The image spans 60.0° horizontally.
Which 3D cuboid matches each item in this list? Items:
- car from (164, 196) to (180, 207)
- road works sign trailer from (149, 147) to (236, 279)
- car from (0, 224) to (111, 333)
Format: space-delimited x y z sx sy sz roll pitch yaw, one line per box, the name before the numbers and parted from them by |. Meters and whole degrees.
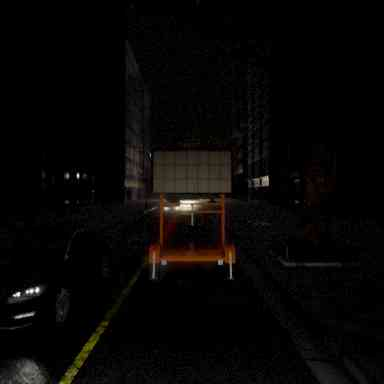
car | -2.951 1.347 49.815 2.097 1.767 4.553 0 0 0
road works sign trailer | 0.009 0.464 9.982 2.380 3.560 2.880 0 0 0
car | -3.092 1.491 7.101 2.128 1.511 4.902 0 0 0
